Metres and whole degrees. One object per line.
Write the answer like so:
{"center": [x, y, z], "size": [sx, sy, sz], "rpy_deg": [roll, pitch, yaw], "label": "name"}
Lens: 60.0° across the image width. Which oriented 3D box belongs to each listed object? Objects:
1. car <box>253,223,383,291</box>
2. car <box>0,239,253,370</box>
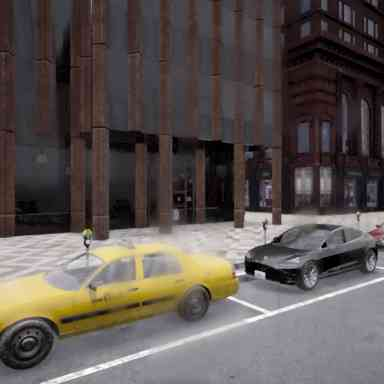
{"center": [3.363, 1.567, 9.046], "size": [4.313, 1.339, 1.947], "rpy_deg": [0, 0, -35], "label": "car"}
{"center": [-1.365, 1.525, 5.675], "size": [4.829, 1.417, 1.752], "rpy_deg": [0, 0, -35], "label": "car"}
